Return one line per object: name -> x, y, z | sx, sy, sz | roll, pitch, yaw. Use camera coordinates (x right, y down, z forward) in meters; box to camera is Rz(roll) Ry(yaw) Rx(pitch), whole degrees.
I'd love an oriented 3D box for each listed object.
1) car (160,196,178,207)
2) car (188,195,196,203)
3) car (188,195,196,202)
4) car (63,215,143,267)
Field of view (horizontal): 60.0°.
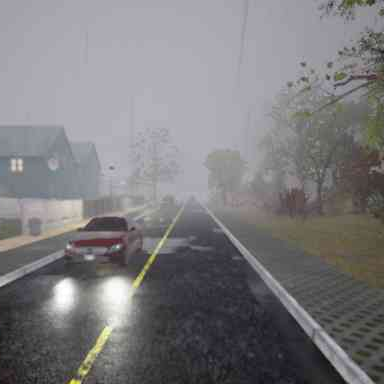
car -> -2.737, 1.164, 40.074 | 2.097, 1.767, 4.553 | 0, 0, 0
car -> 0.024, 1.656, 72.652 | 1.837, 1.490, 4.892 | 0, 0, 0
car -> 0.027, 1.586, 83.083 | 1.837, 1.490, 4.892 | 0, 0, 0
car -> -2.837, 1.552, 11.576 | 1.812, 1.442, 4.674 | 0, 0, 0
